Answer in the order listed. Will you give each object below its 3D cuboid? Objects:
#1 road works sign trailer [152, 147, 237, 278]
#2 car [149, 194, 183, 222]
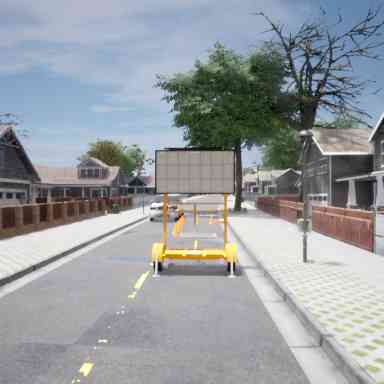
[{"bbox_3d":[0.097,0.457,10.144,2.380,3.560,2.880,0,0,2],"label":"road works sign trailer"},{"bbox_3d":[-1.949,1.178,26.375,2.150,2.045,5.566,0,0,3],"label":"car"}]
